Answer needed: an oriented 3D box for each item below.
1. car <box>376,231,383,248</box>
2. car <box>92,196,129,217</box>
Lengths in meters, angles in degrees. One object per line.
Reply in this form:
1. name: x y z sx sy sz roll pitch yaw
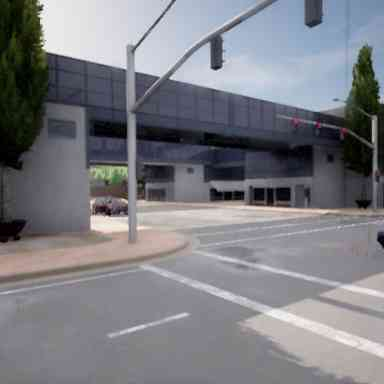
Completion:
1. car: 8.066 1.426 9.394 1.895 1.301 4.718 -1 1 -40
2. car: -7.181 1.177 29.600 2.097 1.767 4.553 -1 1 -36
